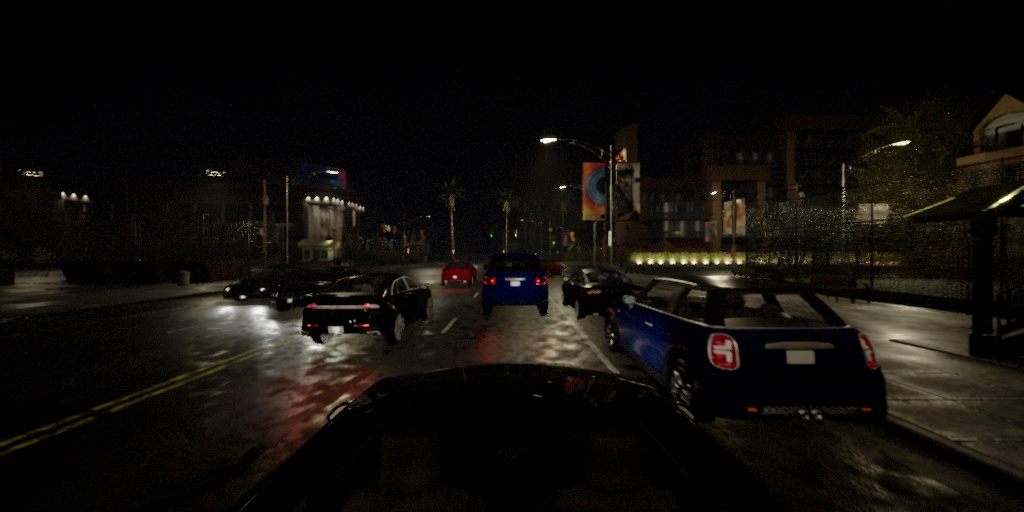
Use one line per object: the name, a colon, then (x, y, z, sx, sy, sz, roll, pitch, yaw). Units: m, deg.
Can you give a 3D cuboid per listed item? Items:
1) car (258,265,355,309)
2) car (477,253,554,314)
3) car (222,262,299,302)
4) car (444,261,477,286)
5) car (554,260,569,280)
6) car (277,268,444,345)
car: (-7.053, 1.183, 13.857, 1.837, 1.490, 4.892, 0, 0, 1)
car: (0.100, 0.900, 13.428, 2.150, 2.045, 5.566, 0, 0, 0)
car: (-10.523, 1.206, 16.688, 2.033, 1.411, 5.357, 0, 0, 0)
car: (-3.408, 1.092, 23.915, 1.882, 1.535, 5.008, 0, 0, 0)
car: (2.884, 0.924, 30.765, 2.097, 1.767, 4.553, 1, 1, 31)
car: (-3.400, 1.195, 9.347, 2.128, 1.511, 4.902, 0, 0, 0)
